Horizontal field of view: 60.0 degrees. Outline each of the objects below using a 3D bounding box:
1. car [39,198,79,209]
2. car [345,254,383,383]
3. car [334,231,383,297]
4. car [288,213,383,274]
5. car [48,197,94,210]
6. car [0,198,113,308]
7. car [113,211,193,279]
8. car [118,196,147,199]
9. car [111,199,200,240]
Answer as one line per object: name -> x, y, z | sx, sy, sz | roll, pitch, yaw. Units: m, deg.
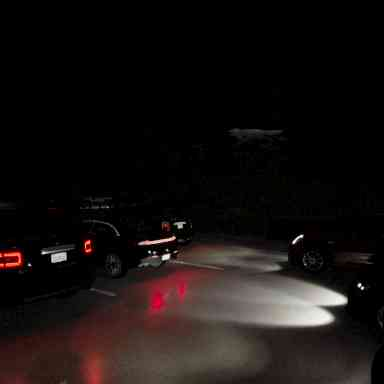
car -> -18.131, 1.491, 45.540 | 1.895, 1.301, 4.718 | 0, 0, 43
car -> 3.575, 1.474, 1.437 | 5.008, 1.535, 1.882 | 0, 0, 35
car -> 4.627, 1.564, 4.981 | 4.181, 1.385, 1.994 | 0, 0, 36
car -> 5.001, 1.352, 9.025 | 4.553, 1.767, 2.097 | 0, 0, 36
car -> -15.635, 1.453, 43.170 | 2.033, 1.411, 5.357 | 0, 0, 40
car -> -4.530, 1.221, 7.213 | 5.566, 2.045, 2.150 | 0, 0, 33
car -> -2.645, 1.491, 10.139 | 4.902, 1.511, 2.128 | 0, 0, 36
car -> -8.681, 1.405, 49.870 | 4.902, 1.511, 2.128 | 0, 0, -41
car -> -2.185, 1.351, 14.108 | 4.553, 1.767, 2.097 | 0, 0, 35
